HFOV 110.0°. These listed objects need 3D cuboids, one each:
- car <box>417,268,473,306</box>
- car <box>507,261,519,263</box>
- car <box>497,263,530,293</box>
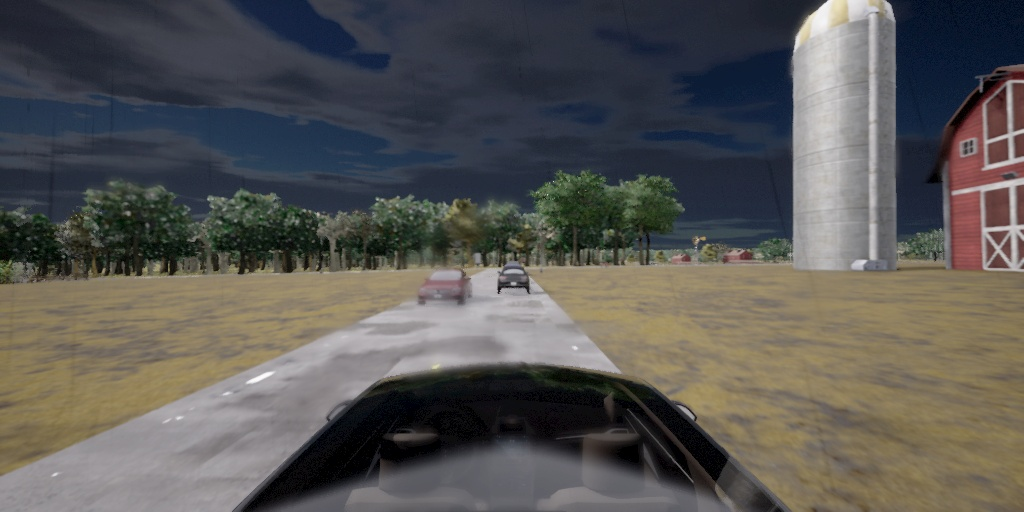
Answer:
[{"bbox_3d":[-2.814,1.294,16.003,1.812,1.442,4.674,0,0,0],"label":"car"},{"bbox_3d":[0.100,1.329,42.366,2.097,1.767,4.553,0,-1,0],"label":"car"},{"bbox_3d":[0.093,1.317,21.243,1.812,1.442,4.674,0,0,0],"label":"car"}]
